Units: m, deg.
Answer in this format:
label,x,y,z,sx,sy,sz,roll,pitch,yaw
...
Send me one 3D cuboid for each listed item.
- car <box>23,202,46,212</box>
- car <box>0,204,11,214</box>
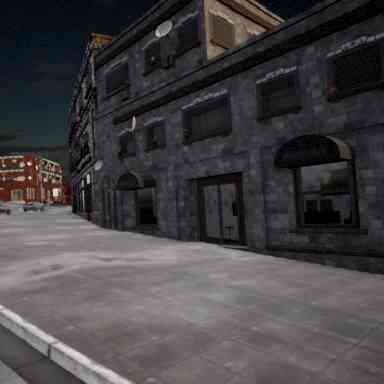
label,x,y,z,sx,sy,sz,roll,pitch,yaw
car,-24.101,2.250,51.037,2.128,1.511,4.902,-3,-1,-3
car,-23.132,2.072,39.202,1.812,1.442,4.674,-3,-1,-5
